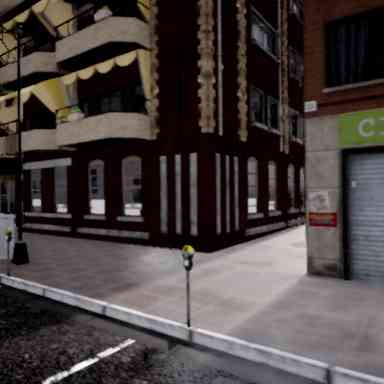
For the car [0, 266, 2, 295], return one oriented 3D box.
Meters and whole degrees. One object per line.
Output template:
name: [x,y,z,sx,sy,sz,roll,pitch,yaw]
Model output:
car: [-5.740,1.624,6.960,4.507,1.381,1.887,-1,-1,35]
